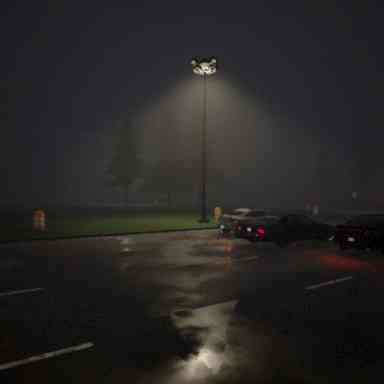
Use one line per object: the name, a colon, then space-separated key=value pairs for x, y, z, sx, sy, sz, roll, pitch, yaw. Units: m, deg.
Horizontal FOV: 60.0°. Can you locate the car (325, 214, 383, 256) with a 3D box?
car: x=7.943 y=1.632 z=13.787 sx=5.008 sy=1.535 sz=1.882 roll=0 pitch=0 yaw=-35

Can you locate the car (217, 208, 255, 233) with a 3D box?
car: x=3.550 y=1.677 z=19.367 sx=4.674 sy=1.442 sz=1.812 roll=0 pitch=0 yaw=-35

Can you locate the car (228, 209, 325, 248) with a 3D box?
car: x=4.494 y=1.684 z=15.653 sx=5.357 sy=1.411 sz=2.033 roll=1 pitch=0 yaw=-35
